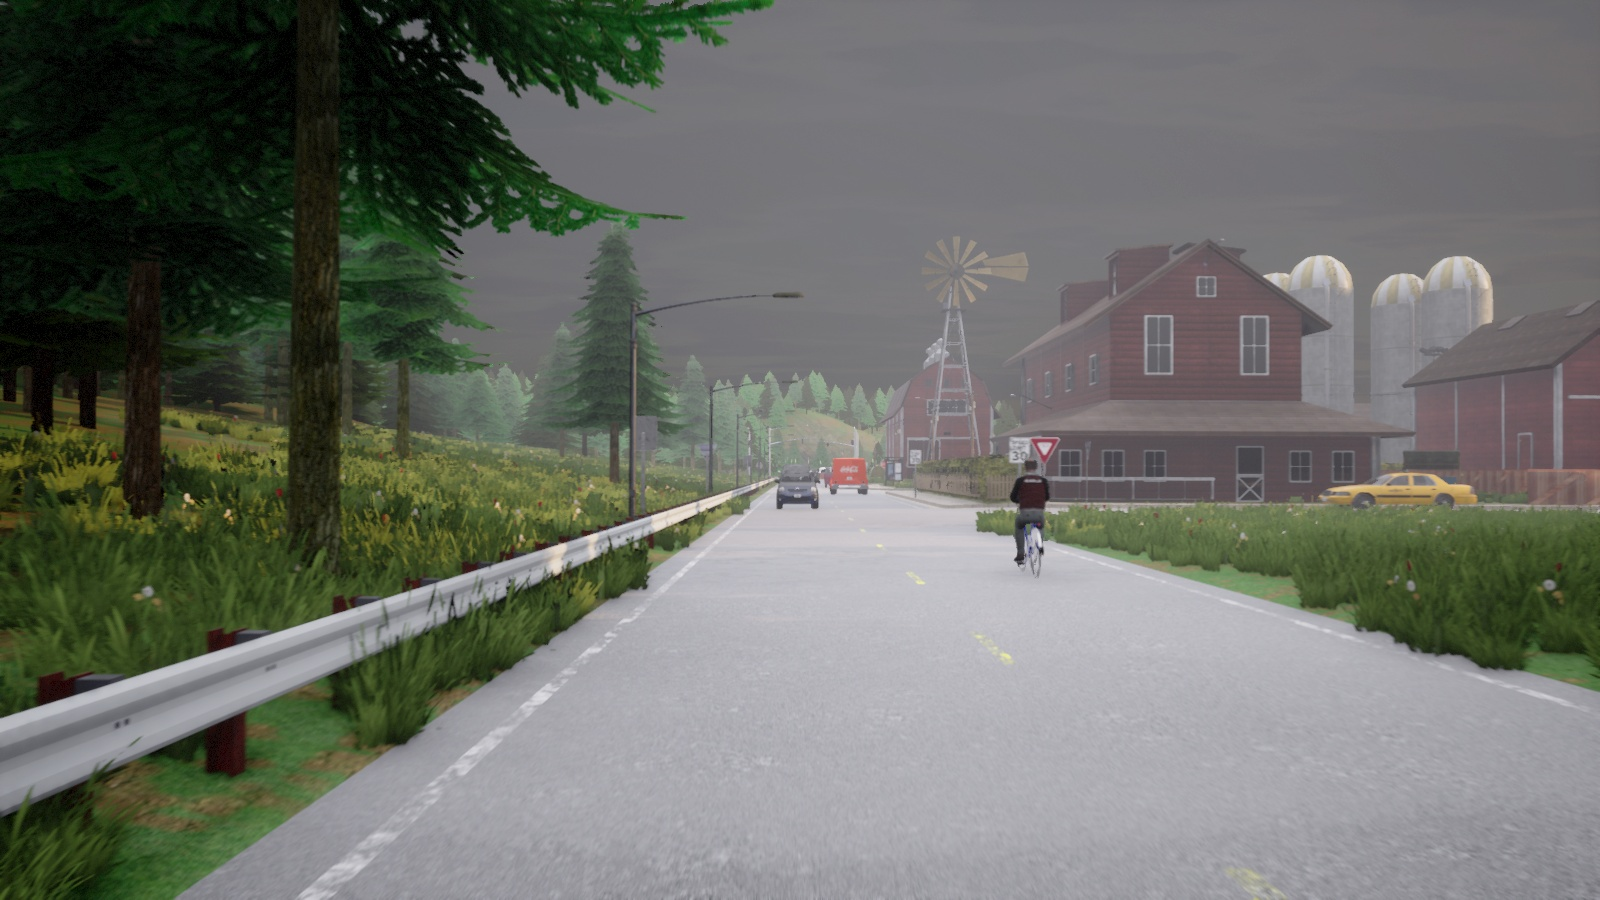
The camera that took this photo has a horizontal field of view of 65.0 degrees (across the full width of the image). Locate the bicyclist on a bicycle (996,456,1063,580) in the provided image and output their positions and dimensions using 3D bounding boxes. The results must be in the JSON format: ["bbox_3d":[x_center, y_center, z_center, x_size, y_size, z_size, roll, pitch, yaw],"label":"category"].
[{"bbox_3d":[3.453,0.990,19.049,0.659,1.776,1.843,0,-1,0],"label":"bicyclist on a bicycle"}]

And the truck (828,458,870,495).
[{"bbox_3d":[3.288,1.756,85.559,2.627,2.467,5.204,0,0,0],"label":"truck"}]

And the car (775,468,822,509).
[{"bbox_3d":[-0.100,1.579,52.244,1.851,1.617,3.988,-1,-1,-1],"label":"car"}]

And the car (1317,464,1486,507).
[{"bbox_3d":[22.286,1.306,46.652,5.366,1.575,1.801,0,-1,0],"label":"car"}]

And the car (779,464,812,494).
[{"bbox_3d":[-0.297,1.996,87.296,2.150,2.045,5.566,0,-1,1],"label":"car"}]
